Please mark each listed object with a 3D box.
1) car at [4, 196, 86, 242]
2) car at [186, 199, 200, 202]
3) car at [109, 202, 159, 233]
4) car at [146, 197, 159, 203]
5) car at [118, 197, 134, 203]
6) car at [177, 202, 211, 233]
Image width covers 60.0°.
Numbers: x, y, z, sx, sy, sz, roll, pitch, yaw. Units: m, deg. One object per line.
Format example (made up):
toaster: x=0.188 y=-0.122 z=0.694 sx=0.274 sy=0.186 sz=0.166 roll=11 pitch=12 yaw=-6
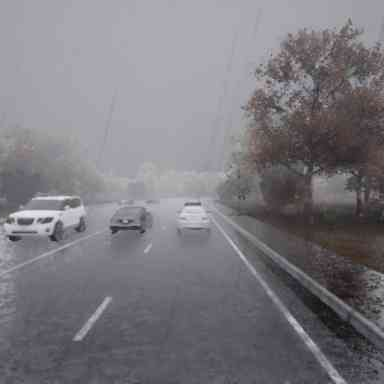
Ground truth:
car: x=-7.095 y=1.221 z=16.827 sx=2.150 sy=2.045 sz=5.566 roll=0 pitch=0 yaw=0
car: x=0.107 y=1.476 z=37.304 sx=1.882 sy=1.535 sz=5.008 roll=0 pitch=0 yaw=0
car: x=-3.396 y=1.547 z=19.438 sx=2.033 sy=1.411 sz=5.357 roll=0 pitch=0 yaw=0
car: x=-6.979 y=1.562 z=59.443 sx=1.994 sy=1.385 sz=4.181 roll=0 pitch=0 yaw=1
car: x=-10.538 y=1.490 z=53.456 sx=2.128 sy=1.511 sz=4.902 roll=0 pitch=0 yaw=1
car: x=0.105 y=1.525 z=19.470 sx=1.812 sy=1.442 sz=4.674 roll=0 pitch=0 yaw=0
